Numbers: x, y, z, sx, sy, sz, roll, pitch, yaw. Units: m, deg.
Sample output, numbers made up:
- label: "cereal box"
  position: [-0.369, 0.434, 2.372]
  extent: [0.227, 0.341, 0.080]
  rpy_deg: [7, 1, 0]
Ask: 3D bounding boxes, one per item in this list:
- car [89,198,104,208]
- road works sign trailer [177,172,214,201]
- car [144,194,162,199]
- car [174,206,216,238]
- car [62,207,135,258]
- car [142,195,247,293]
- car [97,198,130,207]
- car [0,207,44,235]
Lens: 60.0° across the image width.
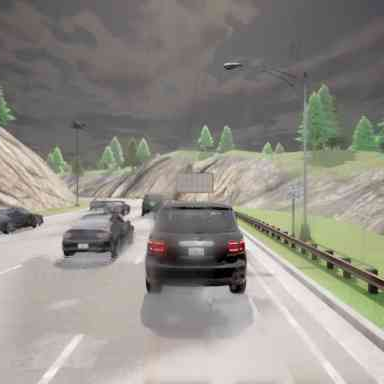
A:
- label: "car"
  position: [-11.237, 1.488, 40.713]
  extent: [2.128, 1.511, 4.902]
  rpy_deg: [0, 0, -6]
- label: "road works sign trailer"
  position: [0.200, 0.464, 21.681]
  extent: [2.380, 3.560, 2.880]
  rpy_deg: [0, 0, 0]
- label: "car"
  position: [-3.584, 1.223, 32.198]
  extent: [2.150, 2.045, 5.566]
  rpy_deg: [0, 0, -2]
- label: "car"
  position: [0.126, 1.557, 18.184]
  extent: [1.994, 1.385, 4.181]
  rpy_deg: [0, 0, -1]
- label: "car"
  position: [-3.413, 1.525, 12.698]
  extent: [1.812, 1.442, 4.674]
  rpy_deg: [0, 0, 0]
- label: "car"
  position: [0.093, 1.221, 8.969]
  extent: [2.150, 2.045, 5.566]
  rpy_deg: [0, 0, 0]
- label: "car"
  position: [-7.038, 1.547, 31.390]
  extent: [2.033, 1.411, 5.357]
  rpy_deg: [0, 0, -2]
- label: "car"
  position: [-10.412, 1.547, 18.830]
  extent: [2.033, 1.411, 5.357]
  rpy_deg: [0, 0, 0]
